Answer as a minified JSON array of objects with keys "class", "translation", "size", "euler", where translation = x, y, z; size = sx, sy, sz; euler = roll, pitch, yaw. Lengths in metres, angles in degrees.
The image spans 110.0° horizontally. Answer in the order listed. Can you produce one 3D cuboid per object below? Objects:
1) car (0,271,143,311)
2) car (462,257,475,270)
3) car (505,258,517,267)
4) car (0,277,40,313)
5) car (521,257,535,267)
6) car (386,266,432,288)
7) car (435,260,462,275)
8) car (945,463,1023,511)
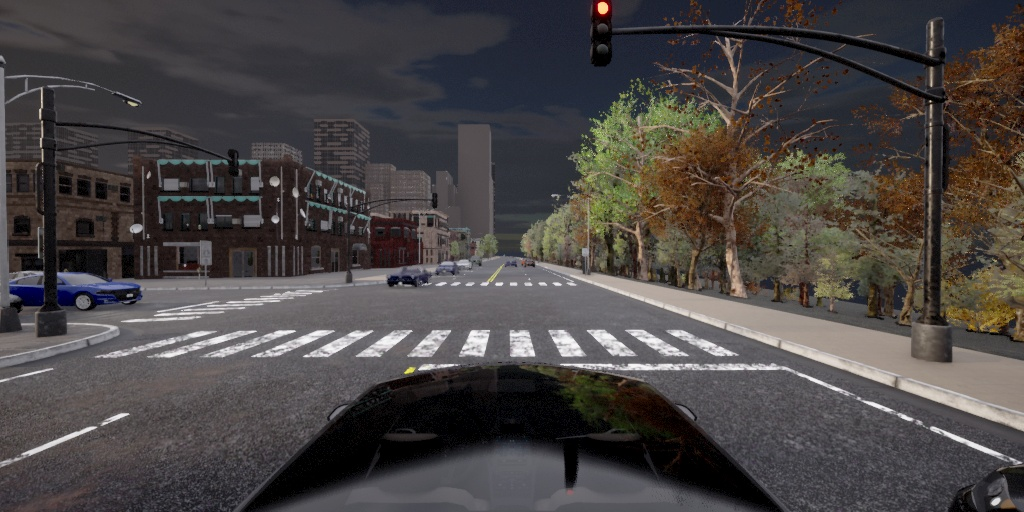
[{"class":"car","translation":[-18.751,1.435,15.209],"size":[5.008,1.535,1.882],"euler":[-1,1,-1]},{"class":"car","translation":[-6.824,1.258,51.107],"size":[1.812,1.442,4.674],"euler":[0,0,0]},{"class":"car","translation":[-0.203,1.078,63.995],"size":[2.097,1.767,4.553],"euler":[0,0,0]},{"class":"car","translation":[-19.998,1.565,12.493],"size":[4.313,1.339,1.948],"euler":[0,0,0]},{"class":"car","translation":[3.052,1.231,63.211],"size":[1.837,1.490,4.892],"euler":[0,0,0]},{"class":"car","translation":[-6.715,1.345,23.755],"size":[1.895,1.301,4.718],"euler":[0,0,0]},{"class":"car","translation":[-6.772,1.263,38.047],"size":[1.812,1.442,4.674],"euler":[0,0,0]},{"class":"car","translation":[3.363,1.314,0.173],"size":[1.994,1.385,4.181],"euler":[0,0,-1]}]
